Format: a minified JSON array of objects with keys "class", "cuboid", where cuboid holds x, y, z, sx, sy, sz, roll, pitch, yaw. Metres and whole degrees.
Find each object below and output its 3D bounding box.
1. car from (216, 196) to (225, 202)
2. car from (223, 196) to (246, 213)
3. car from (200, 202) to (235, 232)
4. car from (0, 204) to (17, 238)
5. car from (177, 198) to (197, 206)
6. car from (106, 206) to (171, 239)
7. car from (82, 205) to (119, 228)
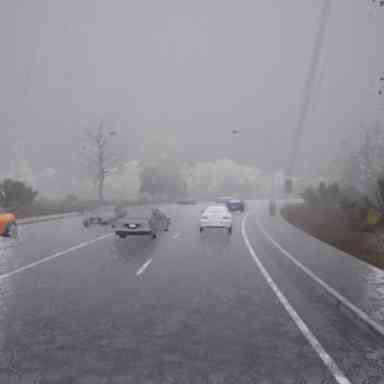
[{"class":"car","cuboid":[5.938,1.519,61.793,1.882,1.535,5.008,0,0,24]},{"class":"car","cuboid":[5.083,1.515,37.890,1.882,1.535,5.008,0,0,14]},{"class":"car","cuboid":[1.532,1.542,20.175,1.812,1.442,4.674,0,0,7]},{"class":"car","cuboid":[-9.842,1.336,14.542,2.097,1.767,4.553,0,0,6]},{"class":"car","cuboid":[-0.795,1.616,54.584,1.895,1.301,4.718,0,0,21]},{"class":"car","cuboid":[-2.380,1.551,17.326,2.033,1.411,5.357,0,0,6]},{"class":"car","cuboid":[-5.485,1.561,21.828,1.994,1.385,4.181,0,0,8]}]
